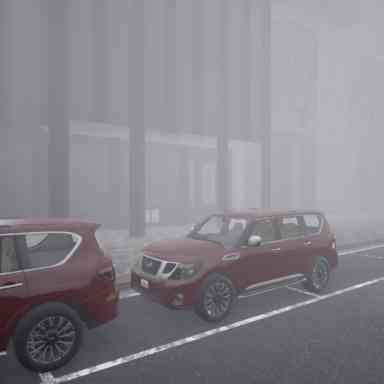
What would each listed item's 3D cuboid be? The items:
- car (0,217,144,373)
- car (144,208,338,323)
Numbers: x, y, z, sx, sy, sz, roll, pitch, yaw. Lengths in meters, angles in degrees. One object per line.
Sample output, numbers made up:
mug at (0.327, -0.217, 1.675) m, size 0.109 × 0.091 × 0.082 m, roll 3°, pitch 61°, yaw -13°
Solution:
car at (-3.388, 1.315, 4.114) m, size 5.009 × 1.841 × 2.192 m, roll 0°, pitch 0°, yaw -35°
car at (1.204, 1.314, 7.389) m, size 5.009 × 1.841 × 2.192 m, roll 0°, pitch 0°, yaw -35°
